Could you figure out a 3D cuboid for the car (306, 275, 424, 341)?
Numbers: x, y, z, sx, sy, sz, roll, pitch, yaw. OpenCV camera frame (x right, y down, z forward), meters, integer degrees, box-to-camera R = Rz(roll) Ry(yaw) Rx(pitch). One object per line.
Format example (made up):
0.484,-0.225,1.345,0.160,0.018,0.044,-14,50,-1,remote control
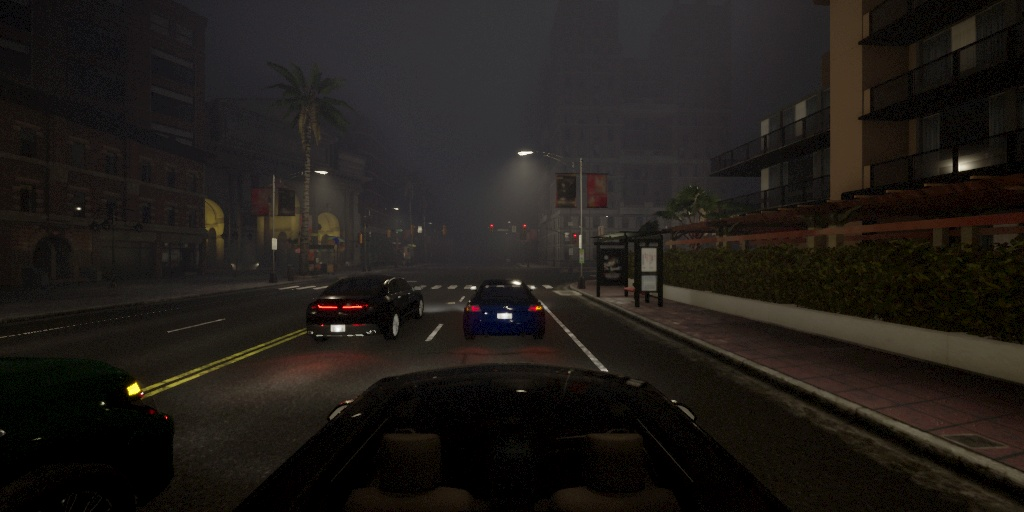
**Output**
-3.724,1.255,9.871,1.837,1.490,4.892,0,0,-3,car

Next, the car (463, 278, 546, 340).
-0.235,1.314,10.027,1.994,1.385,4.181,0,0,-2,car
